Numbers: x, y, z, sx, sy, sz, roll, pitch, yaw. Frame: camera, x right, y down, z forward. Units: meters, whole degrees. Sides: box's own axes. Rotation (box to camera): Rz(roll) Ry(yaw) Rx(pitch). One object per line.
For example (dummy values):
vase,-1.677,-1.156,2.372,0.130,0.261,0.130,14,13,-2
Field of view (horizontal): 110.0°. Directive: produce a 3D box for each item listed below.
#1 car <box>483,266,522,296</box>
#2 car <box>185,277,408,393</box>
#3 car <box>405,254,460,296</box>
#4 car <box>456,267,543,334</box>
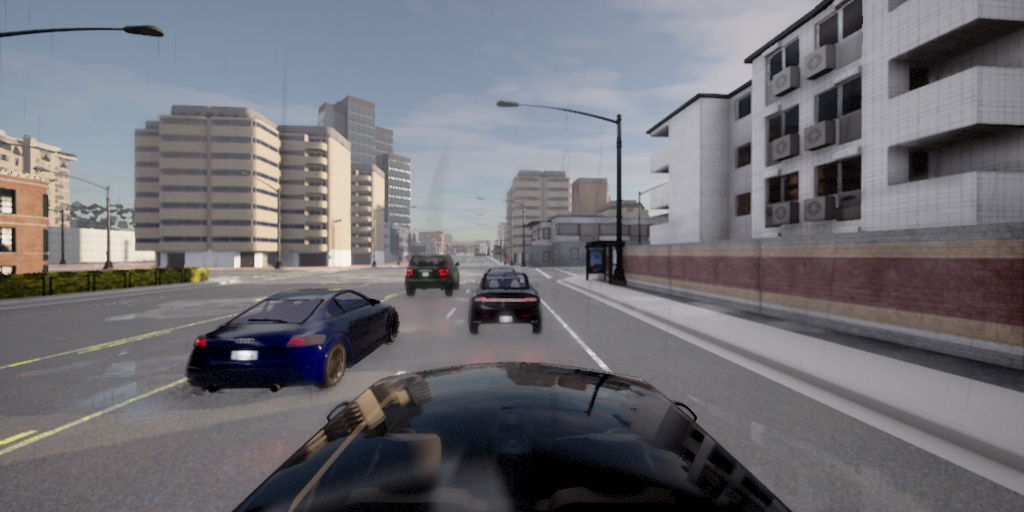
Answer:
car,-0.592,1.282,19.890,1.895,1.301,4.718,0,0,-3
car,-3.613,1.294,6.800,1.994,1.385,4.181,0,0,-1
car,-4.035,0.907,18.887,2.150,2.045,5.566,0,0,-3
car,-0.210,1.207,10.541,2.128,1.511,4.902,0,0,-2
